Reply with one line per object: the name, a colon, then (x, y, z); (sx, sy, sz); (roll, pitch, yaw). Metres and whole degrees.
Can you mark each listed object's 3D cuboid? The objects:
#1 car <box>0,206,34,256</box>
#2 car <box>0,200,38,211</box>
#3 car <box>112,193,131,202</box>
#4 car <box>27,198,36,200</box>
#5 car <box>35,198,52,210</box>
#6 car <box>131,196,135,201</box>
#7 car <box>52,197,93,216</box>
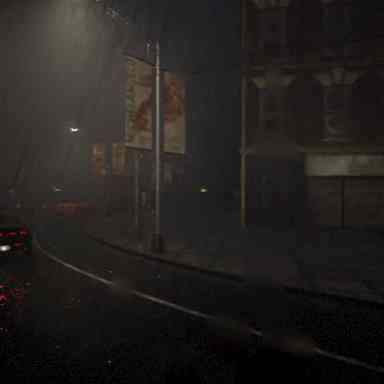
car: (-7.236, 1.509, 12.432); (1.837, 1.490, 4.892); (-1, 0, -34)
car: (-15.596, 1.613, 28.884); (1.895, 1.301, 4.718); (0, 0, -1)
car: (-17.808, 1.378, 82.399); (2.435, 2.045, 5.566); (0, 0, 9)
car: (-21.002, 1.535, 44.209); (1.837, 1.490, 4.892); (0, 0, 9)
car: (-17.659, 1.567, 42.980); (1.812, 1.442, 4.674); (0, 0, 9)
car: (-16.666, 1.770, 89.705); (1.895, 1.301, 4.718); (0, 0, 9)
car: (-11.681, 1.394, 33.517); (2.097, 1.767, 4.553); (0, 0, 6)
